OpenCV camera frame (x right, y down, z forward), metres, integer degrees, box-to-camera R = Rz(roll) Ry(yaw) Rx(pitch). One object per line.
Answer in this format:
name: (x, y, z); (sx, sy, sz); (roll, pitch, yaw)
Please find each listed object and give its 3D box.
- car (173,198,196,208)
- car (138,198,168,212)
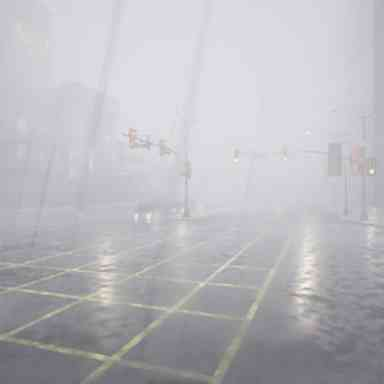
car: (-1.048, 1.602, 48.402); (1.895, 1.301, 4.718); (0, 0, 20)
car: (-4.493, 1.480, 38.786); (1.882, 1.535, 5.008); (0, 0, 22)
